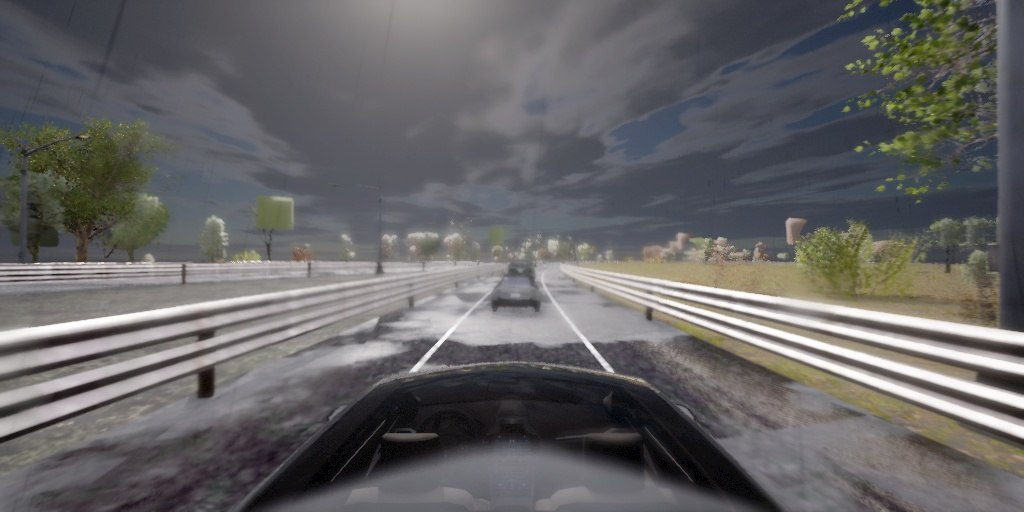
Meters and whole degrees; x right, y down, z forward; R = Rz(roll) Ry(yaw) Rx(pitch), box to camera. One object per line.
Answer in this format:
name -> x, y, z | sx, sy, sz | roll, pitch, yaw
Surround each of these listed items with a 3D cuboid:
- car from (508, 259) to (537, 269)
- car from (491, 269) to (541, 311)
car -> 0.828, 1.255, 29.300 | 2.150, 2.045, 5.566 | 0, 0, 4
car -> 0.212, 1.453, 15.327 | 1.994, 1.385, 4.181 | 0, 0, 2
